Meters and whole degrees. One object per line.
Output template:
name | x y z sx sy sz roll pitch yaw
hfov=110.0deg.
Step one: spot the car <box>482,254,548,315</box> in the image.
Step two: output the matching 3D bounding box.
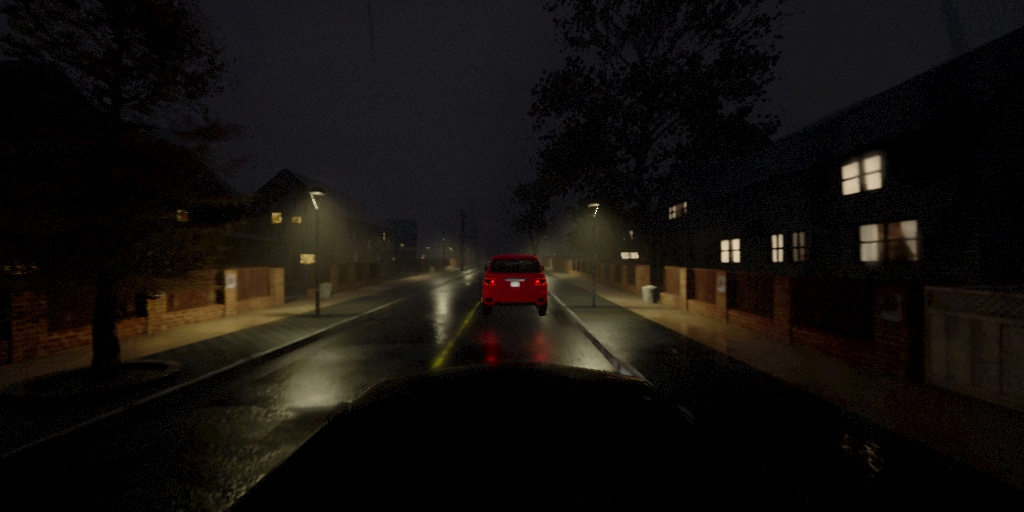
car | 0.099 0.963 13.666 2.150 2.045 5.566 0 0 0
